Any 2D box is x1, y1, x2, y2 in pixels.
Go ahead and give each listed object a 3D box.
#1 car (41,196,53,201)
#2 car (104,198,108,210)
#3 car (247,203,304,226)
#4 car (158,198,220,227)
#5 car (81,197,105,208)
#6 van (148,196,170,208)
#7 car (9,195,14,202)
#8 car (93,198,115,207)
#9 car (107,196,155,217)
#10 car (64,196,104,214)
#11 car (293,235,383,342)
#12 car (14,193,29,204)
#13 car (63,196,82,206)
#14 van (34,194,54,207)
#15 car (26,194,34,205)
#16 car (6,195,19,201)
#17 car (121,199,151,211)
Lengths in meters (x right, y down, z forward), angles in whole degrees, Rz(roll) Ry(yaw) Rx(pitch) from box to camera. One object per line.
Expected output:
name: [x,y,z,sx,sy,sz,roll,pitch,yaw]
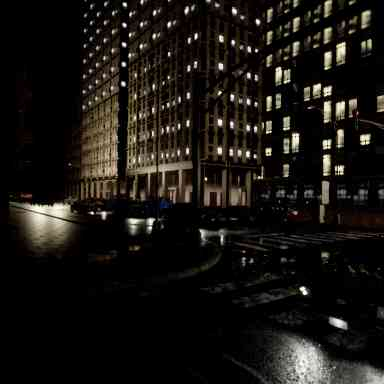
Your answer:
car: [-36.569,1.571,83.906,1.802,1.307,4.206,1,-1,-35]
car: [-11.748,1.468,38.833,2.033,1.411,5.357,1,-1,-35]
car: [5.852,1.505,23.967,1.967,1.590,4.097,1,-1,-35]
car: [-0.154,1.425,22.425,1.882,1.535,5.008,1,-1,-36]
car: [-14.361,1.477,47.961,1.837,1.490,4.892,1,-1,-35]
van: [-3.936,1.382,37.800,1.690,1.788,3.998,1,-1,-35]
car: [-36.882,1.397,69.845,1.947,1.339,4.313,1,-1,-35]
car: [-13.729,1.587,51.630,1.947,1.339,4.313,1,-1,-35]
car: [-5.603,1.412,30.128,1.882,1.535,5.008,1,-1,-35]
car: [-10.779,1.427,32.958,2.008,1.369,4.403,1,-1,-35]
car: [4.327,1.550,6.452,5.357,1.411,2.033,0,0,-35]
car: [-30.353,1.155,60.626,2.192,1.841,5.009,1,-1,-35]
car: [-20.351,1.486,56.334,1.812,1.442,4.674,1,-1,-35]
van: [-20.564,1.197,46.793,1.690,1.788,3.998,1,-1,-35]
car: [-23.831,1.432,51.401,1.802,1.307,4.206,1,-1,-35]
car: [-40.145,1.378,74.456,2.008,1.369,4.403,1,-1,-35]
car: [-7.202,1.585,42.409,2.008,1.369,4.403,1,-1,-35]
